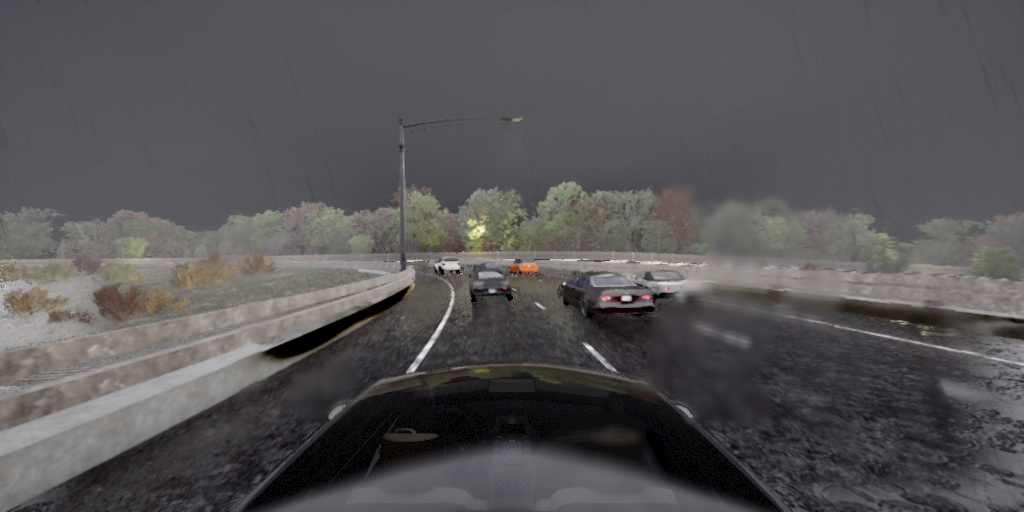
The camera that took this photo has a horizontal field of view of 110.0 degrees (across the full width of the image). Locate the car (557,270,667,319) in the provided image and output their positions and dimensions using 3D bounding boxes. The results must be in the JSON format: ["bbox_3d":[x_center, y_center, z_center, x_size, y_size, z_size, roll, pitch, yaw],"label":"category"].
[{"bbox_3d":[2.997,1.243,12.585,2.033,1.411,5.357,-1,0,-5],"label":"car"}]

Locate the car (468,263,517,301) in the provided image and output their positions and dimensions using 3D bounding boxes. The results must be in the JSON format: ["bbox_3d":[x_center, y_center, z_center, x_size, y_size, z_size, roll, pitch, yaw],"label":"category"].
[{"bbox_3d":[-1.120,1.282,17.317,1.812,1.442,4.674,-1,0,-8],"label":"car"}]

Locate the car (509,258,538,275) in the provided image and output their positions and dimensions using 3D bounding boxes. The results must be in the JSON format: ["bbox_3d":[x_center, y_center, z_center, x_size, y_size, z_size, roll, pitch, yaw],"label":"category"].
[{"bbox_3d":[1.045,1.060,38.064,2.097,1.767,4.553,-1,0,-18],"label":"car"}]

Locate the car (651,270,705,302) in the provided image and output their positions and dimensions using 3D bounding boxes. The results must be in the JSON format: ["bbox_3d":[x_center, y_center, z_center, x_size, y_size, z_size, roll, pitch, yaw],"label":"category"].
[{"bbox_3d":[6.166,1.244,15.802,1.895,1.301,4.718,-1,0,-7],"label":"car"}]

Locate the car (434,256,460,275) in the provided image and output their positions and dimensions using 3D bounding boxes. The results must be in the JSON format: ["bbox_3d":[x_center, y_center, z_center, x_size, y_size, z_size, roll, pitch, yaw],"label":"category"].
[{"bbox_3d":[-7.551,1.065,41.448,2.150,2.045,5.566,-1,0,-22],"label":"car"}]
